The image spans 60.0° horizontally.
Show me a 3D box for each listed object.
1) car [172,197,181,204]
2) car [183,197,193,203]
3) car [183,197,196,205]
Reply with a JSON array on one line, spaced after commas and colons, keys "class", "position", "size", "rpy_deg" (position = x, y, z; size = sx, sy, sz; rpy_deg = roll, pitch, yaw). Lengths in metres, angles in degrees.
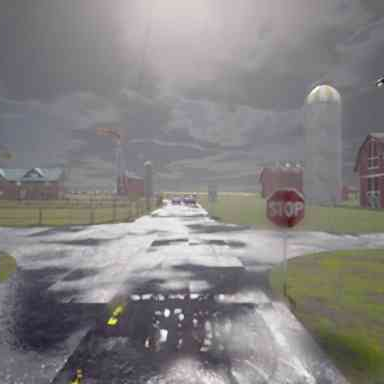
[{"class": "car", "position": [-3.179, 1.720, 67.835], "size": [1.882, 1.535, 5.008], "rpy_deg": [0, 0, -2]}, {"class": "car", "position": [-0.923, 1.764, 73.854], "size": [1.994, 1.385, 4.181], "rpy_deg": [0, 0, -6]}, {"class": "car", "position": [-0.229, 1.715, 63.726], "size": [1.837, 1.490, 4.892], "rpy_deg": [0, 0, -2]}]
